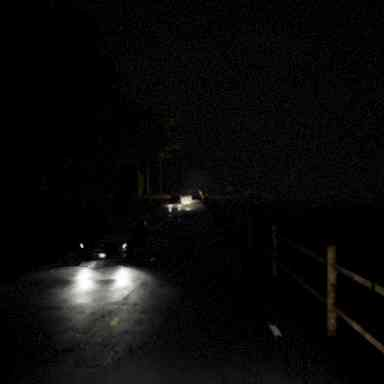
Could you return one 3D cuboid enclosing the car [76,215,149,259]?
[{"bbox_3d":[-2.843,1.629,13.174,2.033,1.411,5.357,0,0,0],"label":"car"}]

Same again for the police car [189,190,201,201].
[{"bbox_3d":[0.882,1.008,69.091,1.930,1.638,5.238,0,1,0],"label":"police car"}]

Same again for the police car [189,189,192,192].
[{"bbox_3d":[0.896,0.614,85.090,1.930,1.638,5.238,0,2,0],"label":"police car"}]

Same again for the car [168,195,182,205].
[{"bbox_3d":[-2.763,1.310,55.397,1.837,1.490,4.892,0,1,1],"label":"car"}]

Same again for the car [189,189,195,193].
[{"bbox_3d":[0.891,0.833,78.981,1.882,1.535,5.008,0,2,0],"label":"car"}]
